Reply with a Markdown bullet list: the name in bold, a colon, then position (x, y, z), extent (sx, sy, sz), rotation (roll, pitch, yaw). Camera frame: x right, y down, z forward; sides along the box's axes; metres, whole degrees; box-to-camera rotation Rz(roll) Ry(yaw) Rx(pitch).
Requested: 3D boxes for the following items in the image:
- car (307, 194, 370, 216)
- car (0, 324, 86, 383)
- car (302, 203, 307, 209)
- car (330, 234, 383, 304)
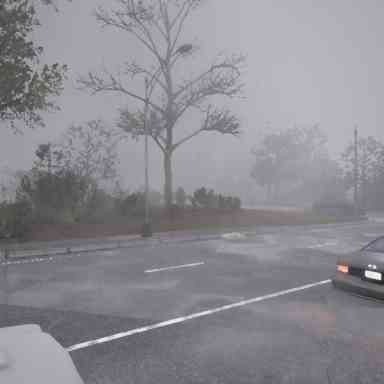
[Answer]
- **car**: position (14.509, 1.221, 32.822), extent (2.150, 2.045, 5.566), rotation (0, 0, -28)
- **car**: position (-2.907, 1.601, 1.635), extent (4.718, 1.301, 1.895), rotation (0, 0, -36)
- **car**: position (15.264, 1.605, 38.820), extent (1.895, 1.301, 4.718), rotation (0, 0, -29)
- **car**: position (5.337, 1.547, 7.427), extent (5.357, 1.411, 2.033), rotation (0, 0, -34)
